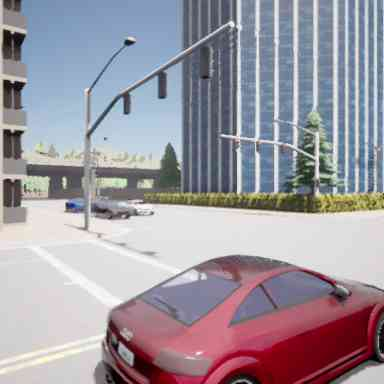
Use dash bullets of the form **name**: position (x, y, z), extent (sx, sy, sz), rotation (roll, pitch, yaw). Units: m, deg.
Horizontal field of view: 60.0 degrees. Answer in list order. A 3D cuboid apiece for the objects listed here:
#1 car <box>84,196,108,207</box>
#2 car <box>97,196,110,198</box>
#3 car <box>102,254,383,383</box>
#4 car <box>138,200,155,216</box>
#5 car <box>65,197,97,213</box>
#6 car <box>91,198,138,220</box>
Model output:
- **car**: position (-15.568, 1.486, 53.678), extent (2.128, 1.511, 4.902), rotation (0, 0, -36)
- **car**: position (-10.515, 1.348, 40.017), extent (2.097, 1.767, 4.553), rotation (0, 0, -35)
- **car**: position (0.983, 1.563, 4.454), extent (4.181, 1.385, 1.994), rotation (0, 0, -35)
- **car**: position (-5.377, 1.521, 32.663), extent (1.812, 1.442, 4.674), rotation (0, 0, -35)
- **car**: position (-12.577, 1.475, 36.848), extent (1.882, 1.535, 5.008), rotation (0, 0, -35)
- **car**: position (-6.973, 1.544, 28.797), extent (2.033, 1.411, 5.357), rotation (0, 0, -35)
